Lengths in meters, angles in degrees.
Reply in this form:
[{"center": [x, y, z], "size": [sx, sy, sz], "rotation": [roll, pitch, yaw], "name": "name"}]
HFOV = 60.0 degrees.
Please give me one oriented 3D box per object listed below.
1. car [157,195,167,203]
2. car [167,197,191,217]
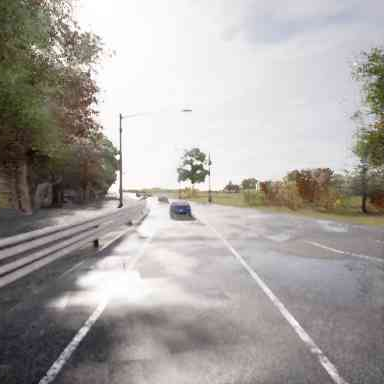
[{"center": [-5.941, 1.400, 66.784], "size": [1.837, 1.490, 4.892], "rotation": [0, 0, -11], "name": "car"}, {"center": [-1.160, 1.473, 31.281], "size": [1.882, 1.535, 5.008], "rotation": [0, 0, -5], "name": "car"}]
